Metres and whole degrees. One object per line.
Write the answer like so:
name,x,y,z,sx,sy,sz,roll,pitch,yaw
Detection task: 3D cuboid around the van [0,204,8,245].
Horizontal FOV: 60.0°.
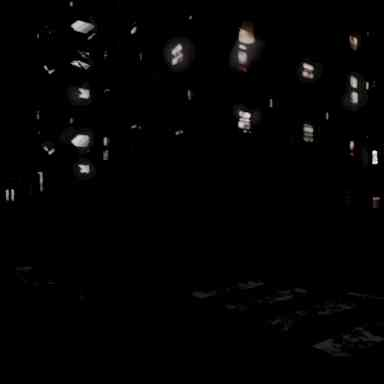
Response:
van,-9.301,1.347,14.759,1.690,1.788,3.998,0,0,-36
